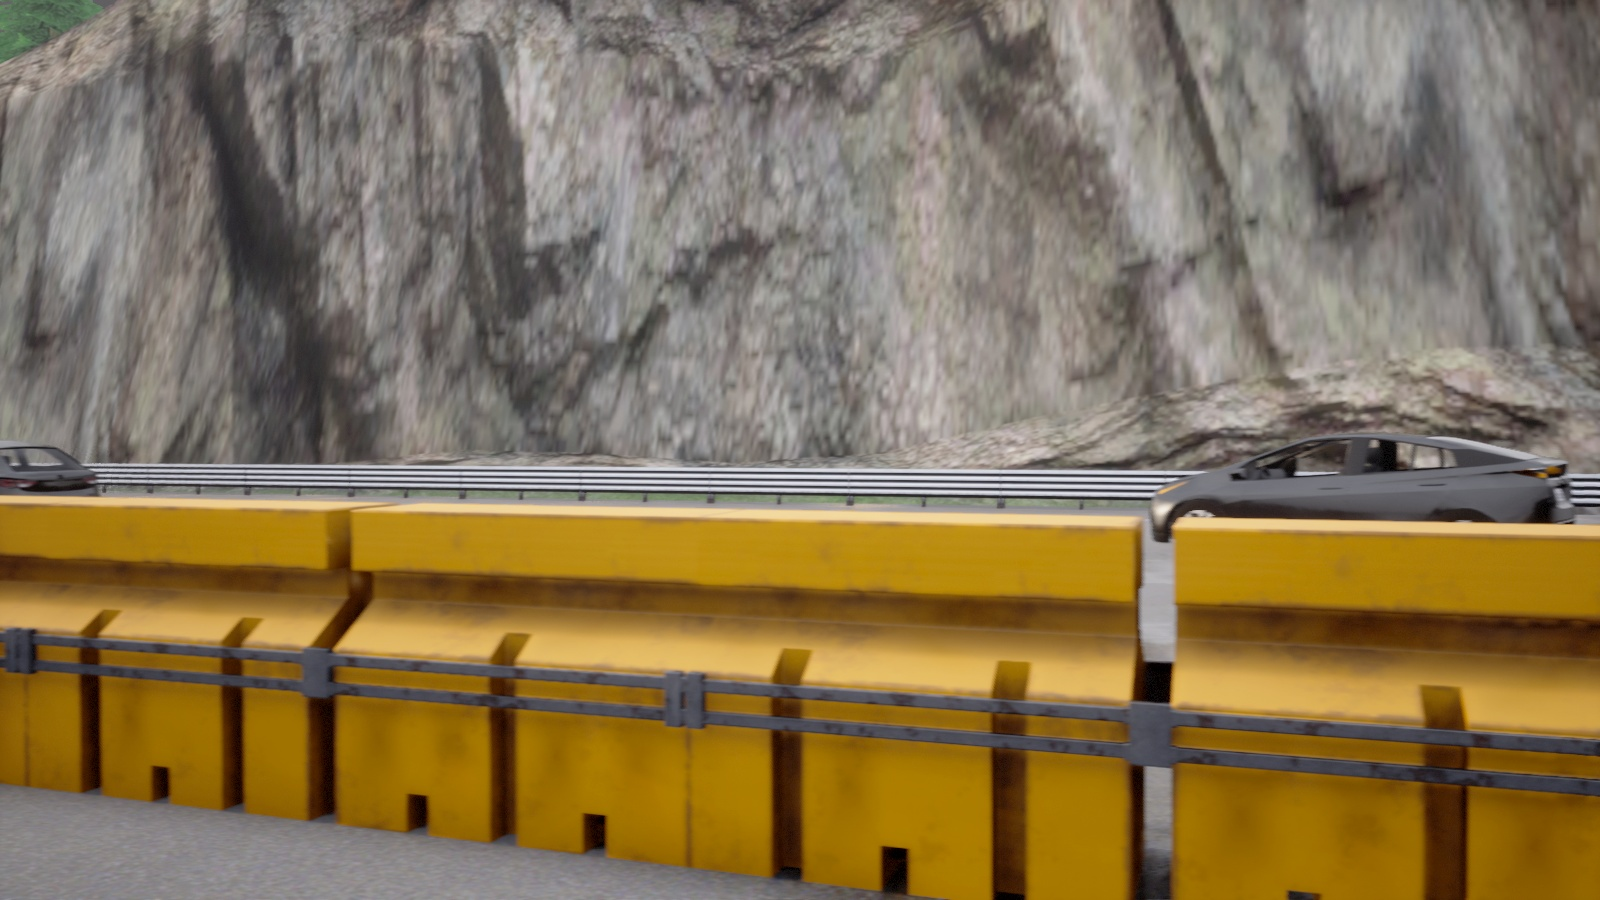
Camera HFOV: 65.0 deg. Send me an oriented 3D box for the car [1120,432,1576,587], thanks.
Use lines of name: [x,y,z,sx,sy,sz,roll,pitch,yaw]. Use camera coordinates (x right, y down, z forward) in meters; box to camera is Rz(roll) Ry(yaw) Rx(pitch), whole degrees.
car: [6.313,0.561,14.751,4.514,1.525,2.007,1,1,40]

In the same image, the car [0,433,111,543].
car: [-12.570,0.495,18.589,4.193,1.474,1.816,1,1,19]
